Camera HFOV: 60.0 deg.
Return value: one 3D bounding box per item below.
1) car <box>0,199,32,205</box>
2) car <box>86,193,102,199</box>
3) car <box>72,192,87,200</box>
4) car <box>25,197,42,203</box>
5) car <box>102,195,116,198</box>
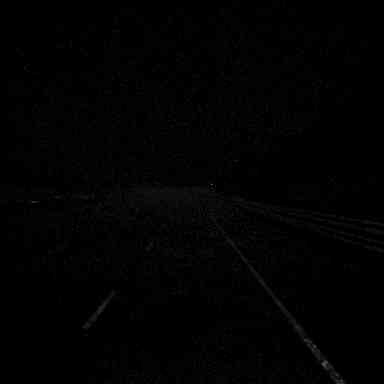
[{"bbox_3d":[-17.596,1.587,31.686,1.895,1.301,4.718,0,0,0],"label":"car"},{"bbox_3d":[-21.012,1.425,73.530,2.128,1.511,4.902,0,0,0],"label":"car"},{"bbox_3d":[-24.512,1.125,73.499,2.150,2.045,5.566,0,0,0],"label":"car"},{"bbox_3d":[-27.373,1.537,56.572,2.033,1.411,5.357,0,0,-3],"label":"car"},{"bbox_3d":[-17.512,1.325,72.075,1.812,1.442,4.674,0,0,0],"label":"car"}]
